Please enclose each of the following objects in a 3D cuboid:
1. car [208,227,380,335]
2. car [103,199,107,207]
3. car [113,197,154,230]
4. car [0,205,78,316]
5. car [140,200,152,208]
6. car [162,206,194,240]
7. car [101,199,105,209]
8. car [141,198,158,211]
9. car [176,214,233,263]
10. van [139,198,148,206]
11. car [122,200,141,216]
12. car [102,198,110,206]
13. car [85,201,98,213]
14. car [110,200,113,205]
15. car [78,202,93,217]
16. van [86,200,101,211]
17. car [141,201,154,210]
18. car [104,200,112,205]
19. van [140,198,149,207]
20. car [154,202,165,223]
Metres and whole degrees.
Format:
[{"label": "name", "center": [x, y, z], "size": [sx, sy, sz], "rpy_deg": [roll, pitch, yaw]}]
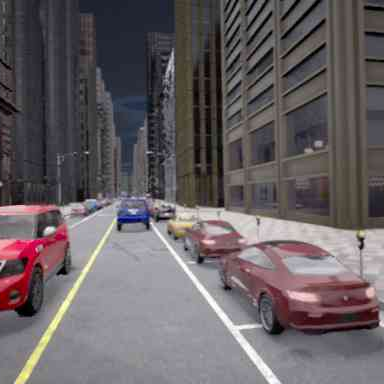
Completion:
[{"label": "car", "center": [1.757, 1.604, 6.603], "size": [1.802, 1.307, 4.206], "rpy_deg": [-1, 0, -11]}, {"label": "car", "center": [-16.998, 2.402, 60.226], "size": [1.947, 1.339, 4.313], "rpy_deg": [-1, -1, -11]}, {"label": "car", "center": [-4.158, 1.490, 23.542], "size": [2.150, 2.045, 5.566], "rpy_deg": [-1, -1, -11]}, {"label": "car", "center": [-4.371, 1.370, 7.961], "size": [2.150, 2.045, 5.566], "rpy_deg": [-1, -1, -11]}, {"label": "car", "center": [-8.625, 2.244, 61.819], "size": [2.008, 1.369, 4.403], "rpy_deg": [-1, -1, -11]}, {"label": "car", "center": [-0.352, 1.680, 17.813], "size": [1.752, 1.417, 4.829], "rpy_deg": [-1, 0, -11]}, {"label": "car", "center": [-15.961, 2.312, 54.705], "size": [1.887, 1.381, 4.507], "rpy_deg": [-1, -1, -11]}, {"label": "car", "center": [-6.553, 1.872, 50.778], "size": [2.192, 1.841, 5.009], "rpy_deg": [-1, -1, -11]}, {"label": "car", "center": [0.718, 1.669, 12.124], "size": [1.802, 1.307, 4.206], "rpy_deg": [-1, 0, -11]}, {"label": "van", "center": [-10.705, 2.171, 72.864], "size": [1.690, 1.788, 3.998], "rpy_deg": [-1, -1, -11]}, {"label": "car", "center": [-7.159, 1.823, 39.531], "size": [2.097, 1.767, 4.553], "rpy_deg": [-1, -1, -10]}, {"label": "car", "center": [-19.074, 2.555, 71.268], "size": [1.802, 1.307, 4.206], "rpy_deg": [-1, -1, -11]}, {"label": "car", "center": [-13.884, 2.198, 43.662], "size": [1.947, 1.339, 4.313], "rpy_deg": [-1, -1, -11]}, {"label": "car", "center": [-20.117, 2.357, 76.791], "size": [2.192, 1.841, 5.009], "rpy_deg": [-1, -1, -11]}, {"label": "car", "center": [-12.846, 2.147, 38.141], "size": [1.802, 1.307, 4.206], "rpy_deg": [-1, -1, -11]}, {"label": "van", "center": [-14.927, 2.041, 49.185], "size": [1.690, 1.788, 3.998], "rpy_deg": [-1, -1, -11]}, {"label": "car", "center": [-7.586, 2.191, 56.297], "size": [1.947, 1.339, 4.313], "rpy_deg": [-1, -1, -11]}, {"label": "car", "center": [-22.189, 2.725, 87.832], "size": [1.887, 1.381, 4.507], "rpy_deg": [-1, -1, -11]}, {"label": "van", "center": [-9.667, 2.103, 67.343], "size": [1.690, 1.788, 3.998], "rpy_deg": [-1, -1, -11]}, {"label": "car", "center": [-2.396, 1.853, 28.689], "size": [1.947, 1.339, 4.313], "rpy_deg": [-1, -1, -11]}]
